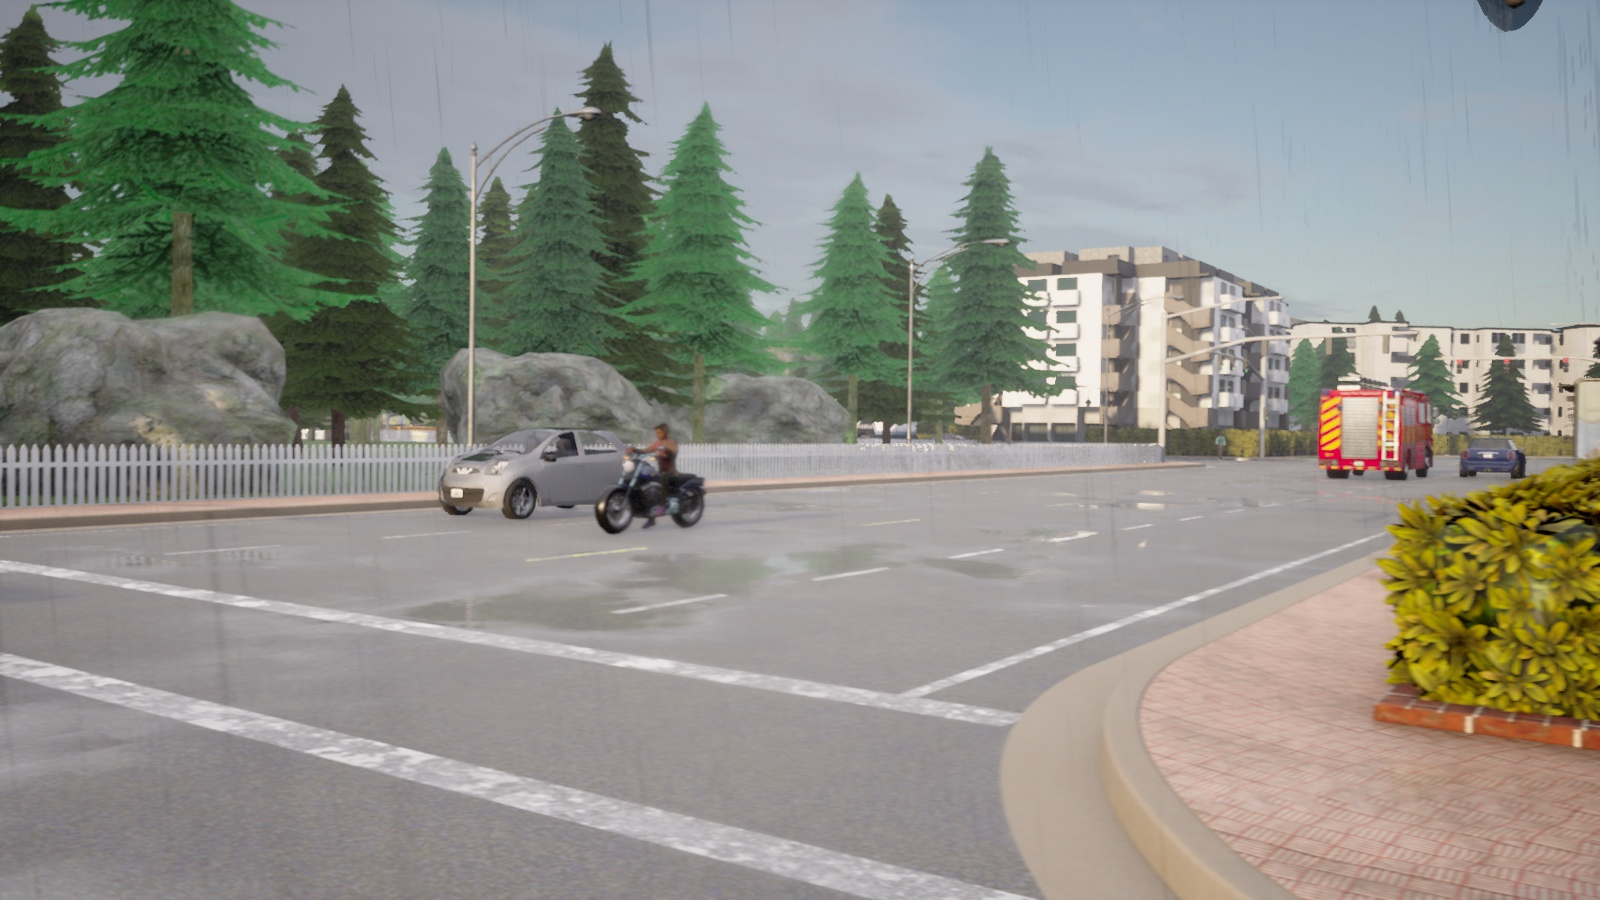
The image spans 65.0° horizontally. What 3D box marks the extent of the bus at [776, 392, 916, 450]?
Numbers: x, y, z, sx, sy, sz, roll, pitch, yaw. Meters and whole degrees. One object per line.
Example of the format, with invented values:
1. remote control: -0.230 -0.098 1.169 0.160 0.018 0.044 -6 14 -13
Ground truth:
1. bus: 3.452 -2.214 96.319 10.273 4.253 3.944 1 1 35

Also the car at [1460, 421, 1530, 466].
1. car: 28.654 -0.283 51.702 2.097 1.767 4.553 1 1 34

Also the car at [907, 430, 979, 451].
1. car: 9.944 -0.676 87.424 4.674 1.442 1.812 1 1 36

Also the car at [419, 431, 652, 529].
1. car: -4.432 0.439 21.464 1.845 1.501 3.633 1 1 34

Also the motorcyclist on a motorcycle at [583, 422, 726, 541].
1. motorcyclist on a motorcycle: -2.115 0.419 18.641 0.766 1.649 2.350 1 1 34

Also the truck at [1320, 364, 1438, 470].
1. truck: 22.945 -1.258 49.488 2.891 3.827 8.468 1 1 34
